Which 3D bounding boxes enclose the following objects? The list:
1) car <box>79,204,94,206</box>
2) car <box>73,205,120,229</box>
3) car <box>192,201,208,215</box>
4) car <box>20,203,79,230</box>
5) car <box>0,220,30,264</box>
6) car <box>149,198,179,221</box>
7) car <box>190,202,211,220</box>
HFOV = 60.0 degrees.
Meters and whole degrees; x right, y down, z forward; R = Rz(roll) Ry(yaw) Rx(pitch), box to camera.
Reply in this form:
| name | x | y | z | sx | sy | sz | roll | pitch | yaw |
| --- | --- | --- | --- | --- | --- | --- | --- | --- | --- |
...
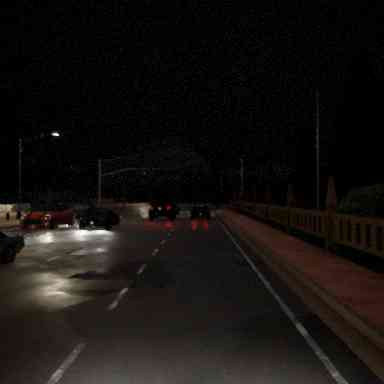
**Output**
| name | x | y | z | sx | sy | sz | roll | pitch | yaw |
| --- | --- | --- | --- | --- | --- | --- | --- | --- | --- |
| car | -9.891 | 1.858 | 30.494 | 2.128 | 1.511 | 4.902 | 0 | -1 | 2 |
| car | -6.493 | 1.850 | 23.687 | 1.994 | 1.385 | 4.181 | 0 | -1 | 1 |
| car | 1.045 | 2.005 | 42.991 | 1.882 | 1.535 | 5.008 | 0 | -1 | 1 |
| car | -10.009 | 1.629 | 23.273 | 2.097 | 1.767 | 4.553 | 0 | -1 | 2 |
| car | -6.911 | 1.714 | 9.620 | 1.895 | 1.301 | 4.718 | 0 | -1 | 1 |
| car | -2.751 | 1.610 | 31.891 | 2.150 | 2.045 | 5.566 | 0 | -1 | 2 |
| car | 0.831 | 1.901 | 33.324 | 2.128 | 1.511 | 4.902 | 0 | -1 | 1 |
